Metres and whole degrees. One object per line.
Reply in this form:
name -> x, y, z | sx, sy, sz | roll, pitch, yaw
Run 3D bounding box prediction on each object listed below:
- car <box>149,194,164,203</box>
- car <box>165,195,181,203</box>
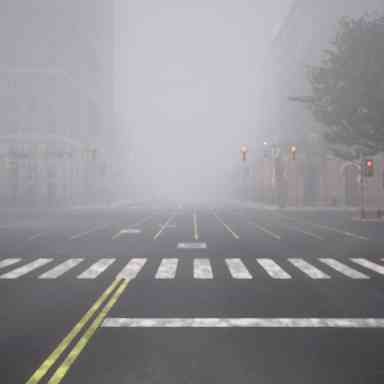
car -> -7.068, 1.375, 63.530 | 1.837, 1.490, 4.892 | 0, 0, 1
car -> -3.567, 1.348, 63.526 | 1.882, 1.535, 5.008 | 0, 0, 1
